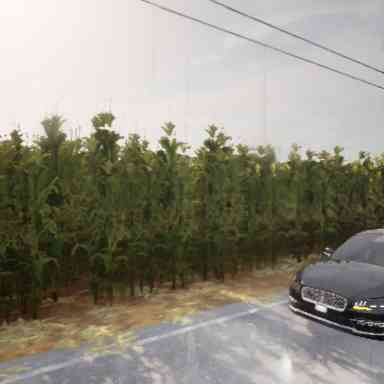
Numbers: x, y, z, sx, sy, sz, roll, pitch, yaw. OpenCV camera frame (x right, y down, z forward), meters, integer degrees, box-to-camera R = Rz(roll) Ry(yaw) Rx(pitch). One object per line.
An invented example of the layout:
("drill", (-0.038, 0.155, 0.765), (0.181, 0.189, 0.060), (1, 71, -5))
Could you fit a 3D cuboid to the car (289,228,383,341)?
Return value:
("car", (3.917, 1.503, 6.363), (4.892, 1.490, 1.837), (0, 0, -35))
